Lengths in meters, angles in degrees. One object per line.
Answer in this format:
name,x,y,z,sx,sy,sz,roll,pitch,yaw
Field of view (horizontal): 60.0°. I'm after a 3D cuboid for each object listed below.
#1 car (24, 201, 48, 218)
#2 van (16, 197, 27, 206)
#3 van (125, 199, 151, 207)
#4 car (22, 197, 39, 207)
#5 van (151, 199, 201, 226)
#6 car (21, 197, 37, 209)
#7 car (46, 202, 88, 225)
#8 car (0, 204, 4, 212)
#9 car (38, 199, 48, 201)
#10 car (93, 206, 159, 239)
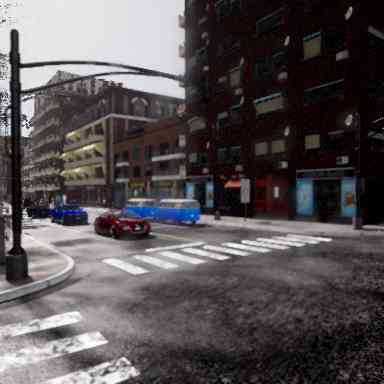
car,-15.844,1.941,34.839,1.895,1.301,4.718,-1,0,-36
van,-40.145,2.192,78.083,1.690,1.788,3.998,-2,0,-36
van,-4.332,1.488,28.799,1.690,1.788,3.998,-2,1,-36
car,-33.634,2.035,69.122,2.192,1.841,5.009,-2,0,-36
van,-1.076,1.426,24.318,1.690,1.788,3.998,-2,1,-36
car,-28.948,2.118,58.290,1.837,1.490,4.892,-1,0,-35
car,-9.850,1.703,26.572,1.882,1.535,5.008,-1,0,-36
car,-27.295,2.075,46.155,1.752,1.417,4.829,-2,0,-36
car,-27.119,2.030,60.163,1.967,1.590,4.097,-2,0,-36
car,-3.903,1.676,18.392,1.994,1.385,4.181,-1,0,-36
